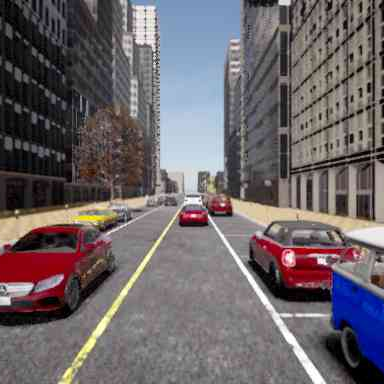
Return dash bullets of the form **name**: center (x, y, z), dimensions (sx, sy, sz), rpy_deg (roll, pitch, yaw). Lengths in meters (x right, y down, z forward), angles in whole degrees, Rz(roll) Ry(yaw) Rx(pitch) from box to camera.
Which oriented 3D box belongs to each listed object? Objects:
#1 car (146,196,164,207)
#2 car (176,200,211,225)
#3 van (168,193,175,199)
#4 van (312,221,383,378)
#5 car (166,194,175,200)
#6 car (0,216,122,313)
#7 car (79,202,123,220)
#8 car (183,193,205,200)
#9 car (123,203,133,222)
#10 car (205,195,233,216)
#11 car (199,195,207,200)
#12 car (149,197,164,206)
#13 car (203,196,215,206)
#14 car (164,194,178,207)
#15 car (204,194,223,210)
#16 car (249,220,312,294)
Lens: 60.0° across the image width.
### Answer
- **car**: center (-5.687, 1.453, 48.575), dimensions (2.008, 1.369, 4.403), rpy_deg (0, 0, 0)
- **car**: center (0.100, 1.521, 23.759), dimensions (1.994, 1.385, 4.181), rpy_deg (0, 0, 0)
- **van**: center (-5.686, 1.114, 94.112), dimensions (1.690, 1.788, 3.998), rpy_deg (0, 0, 0)
- **van**: center (2.693, 1.336, 3.026), dimensions (1.690, 1.788, 3.998), rpy_deg (0, 0, 0)
- **car**: center (-5.687, 1.335, 88.420), dimensions (1.887, 1.381, 4.507), rpy_deg (0, 0, 0)
- **car**: center (-3.100, 1.513, 7.740), dimensions (1.812, 1.442, 4.674), rpy_deg (0, 0, 0)
- **car**: center (-5.688, 1.490, 19.942), dimensions (1.752, 1.417, 4.829), rpy_deg (0, 0, 0)
- **car**: center (0.098, 1.143, 40.594), dimensions (2.150, 2.045, 5.566), rpy_deg (0, 0, 0)
- **car**: center (-5.688, 1.503, 25.806), dimensions (2.008, 1.369, 4.403), rpy_deg (0, 0, 0)
- **car**: center (2.694, 1.256, 31.485), dimensions (2.192, 1.841, 5.009), rpy_deg (0, 0, 0)
- **car**: center (2.694, 1.374, 82.715), dimensions (1.947, 1.339, 4.313), rpy_deg (0, 0, 0)
- **car**: center (-5.687, 1.453, 54.267), dimensions (1.947, 1.339, 4.313), rpy_deg (0, 0, 0)
- **car**: center (2.694, 1.413, 54.424), dimensions (1.752, 1.417, 4.829), rpy_deg (0, 0, 0)
- **car**: center (-3.081, 1.405, 48.888), dimensions (1.837, 1.490, 4.892), rpy_deg (0, 0, 0)
- **car**: center (2.695, 1.231, 42.870), dimensions (2.192, 1.841, 5.009), rpy_deg (0, 0, 0)
- **car**: center (2.693, 1.426, 8.717), dimensions (1.967, 1.590, 4.097), rpy_deg (0, 0, 0)
